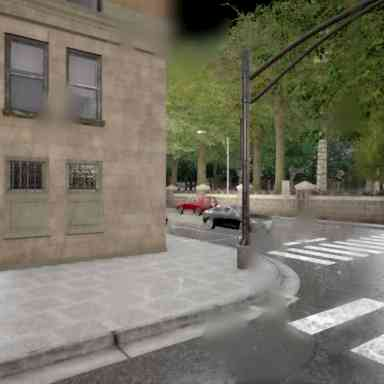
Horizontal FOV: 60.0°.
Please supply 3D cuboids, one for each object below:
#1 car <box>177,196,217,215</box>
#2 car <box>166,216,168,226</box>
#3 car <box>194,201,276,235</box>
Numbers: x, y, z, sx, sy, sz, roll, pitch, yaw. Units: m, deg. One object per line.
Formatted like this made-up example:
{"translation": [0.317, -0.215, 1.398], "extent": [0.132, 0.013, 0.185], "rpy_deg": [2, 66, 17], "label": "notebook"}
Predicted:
{"translation": [0.507, 1.286, 31.760], "extent": [2.192, 1.841, 5.009], "rpy_deg": [0, 0, -35], "label": "car"}
{"translation": [-3.260, 1.544, 22.222], "extent": [1.947, 1.339, 4.313], "rpy_deg": [0, 0, -35], "label": "car"}
{"translation": [2.517, 1.477, 18.673], "extent": [2.128, 1.511, 4.902], "rpy_deg": [0, 0, -34], "label": "car"}
